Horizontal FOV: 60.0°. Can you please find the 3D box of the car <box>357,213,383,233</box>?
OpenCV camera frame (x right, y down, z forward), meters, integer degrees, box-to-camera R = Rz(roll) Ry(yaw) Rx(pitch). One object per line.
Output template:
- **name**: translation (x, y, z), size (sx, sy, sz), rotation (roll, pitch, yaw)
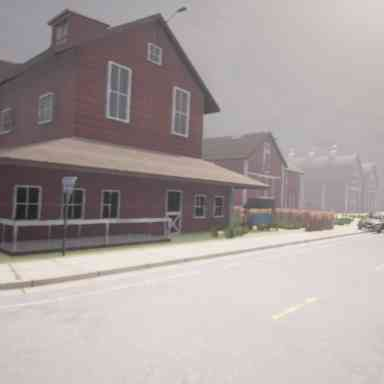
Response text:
- **car**: translation (15.814, 2.627, 28.879), size (1.816, 1.474, 4.193), rotation (9, 3, 40)
